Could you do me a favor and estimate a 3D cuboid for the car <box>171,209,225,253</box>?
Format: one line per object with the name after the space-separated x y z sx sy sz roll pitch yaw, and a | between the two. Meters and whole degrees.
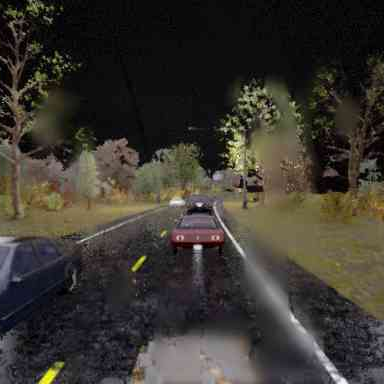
0.237 1.598 13.619 1.895 1.301 4.718 0 0 1 | car

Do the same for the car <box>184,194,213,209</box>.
0.713 1.214 30.075 2.150 2.045 5.566 0 0 2 | car

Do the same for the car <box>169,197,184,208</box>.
-2.104 1.514 47.432 1.812 1.442 4.674 0 0 4 | car

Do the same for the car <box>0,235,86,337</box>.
-3.560 1.545 6.010 2.033 1.411 5.357 0 0 0 | car
